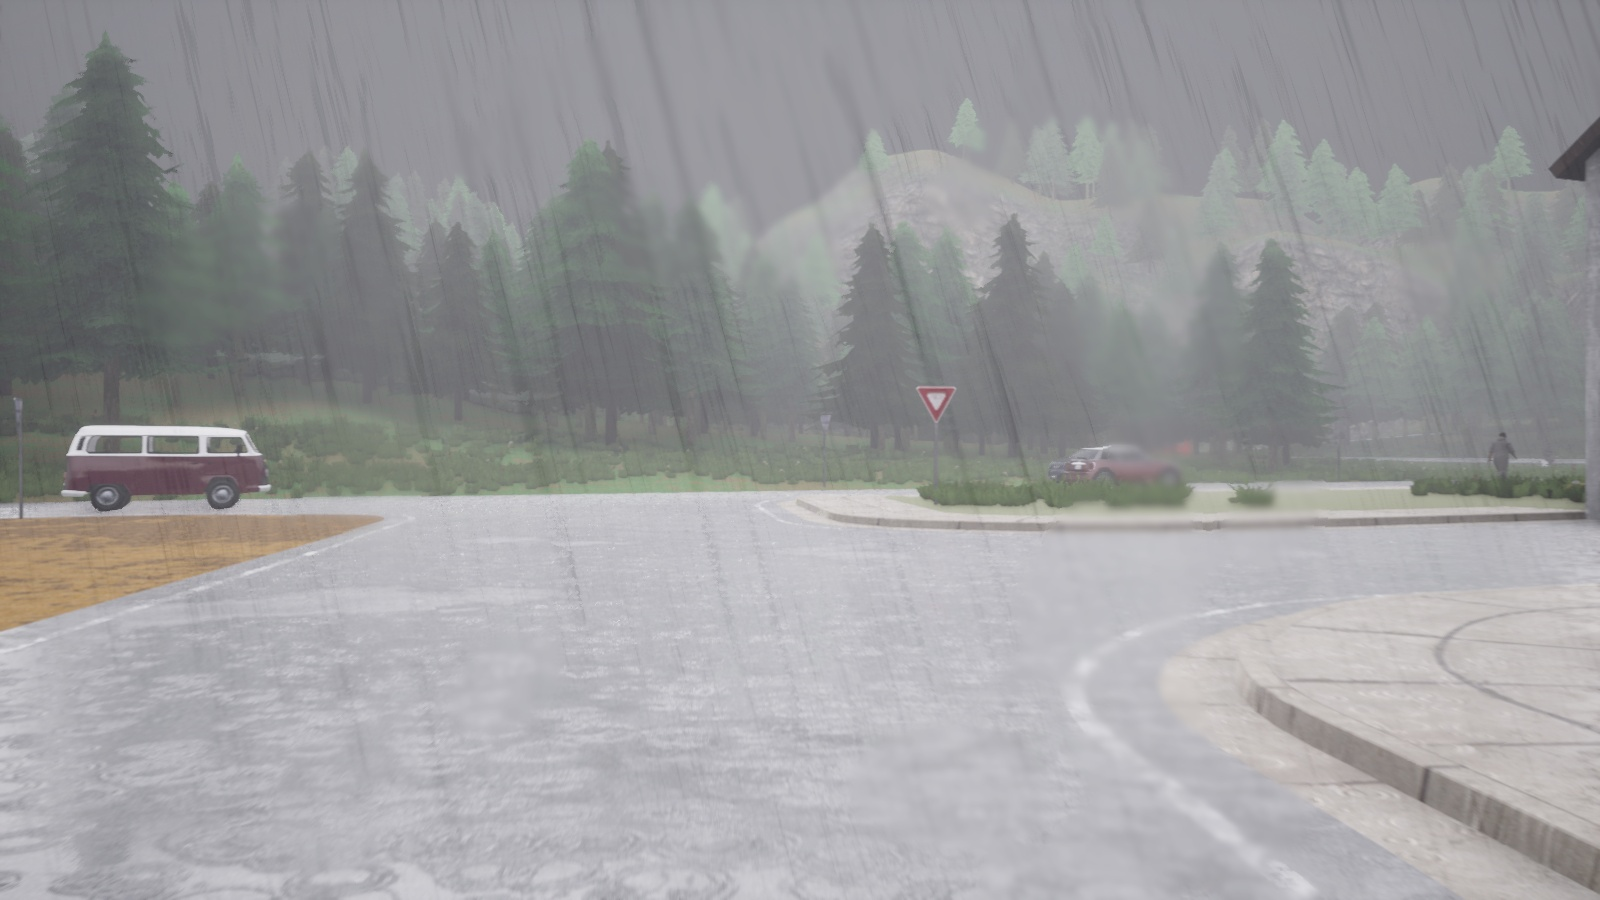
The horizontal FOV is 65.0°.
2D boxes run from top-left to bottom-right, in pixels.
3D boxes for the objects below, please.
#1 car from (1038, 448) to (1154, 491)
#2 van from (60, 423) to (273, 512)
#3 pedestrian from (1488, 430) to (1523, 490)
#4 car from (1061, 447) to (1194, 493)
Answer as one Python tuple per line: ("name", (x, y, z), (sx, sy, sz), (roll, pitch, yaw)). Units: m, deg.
("car", (10.600, 0.665, 45.015), (3.633, 1.501, 1.845), (0, 0, -23))
("van", (-15.239, 0.401, 30.520), (4.480, 2.038, 2.069), (0, 0, -23))
("pedestrian", (22.992, 0.317, 40.929), (0.873, 1.952, 0.659), (0, 0, -29))
("car", (10.765, 0.625, 41.295), (3.806, 1.475, 1.970), (0, 0, -23))
